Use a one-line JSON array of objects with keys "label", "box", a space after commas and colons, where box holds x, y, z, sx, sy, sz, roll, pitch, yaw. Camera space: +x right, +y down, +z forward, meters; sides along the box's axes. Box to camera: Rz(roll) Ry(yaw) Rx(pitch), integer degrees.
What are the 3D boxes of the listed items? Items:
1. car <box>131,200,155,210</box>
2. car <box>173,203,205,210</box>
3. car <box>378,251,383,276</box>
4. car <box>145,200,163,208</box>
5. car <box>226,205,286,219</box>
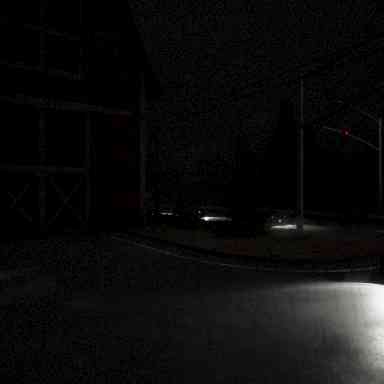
[{"label": "car", "box": [-7.439, 1.888, 50.651, 1.994, 1.385, 4.181, 0, 0, -34]}, {"label": "car", "box": [-0.365, 1.787, 33.819, 1.994, 1.385, 4.181, 0, 0, -34]}, {"label": "car", "box": [6.816, 1.612, 8.866, 4.181, 1.385, 1.994, 0, 0, -36]}, {"label": "car", "box": [-5.352, 1.869, 41.081, 1.895, 1.301, 4.718, 0, 0, -34]}, {"label": "car", "box": [4.857, 1.722, 26.208, 2.033, 1.411, 5.357, 0, 0, -34]}]
